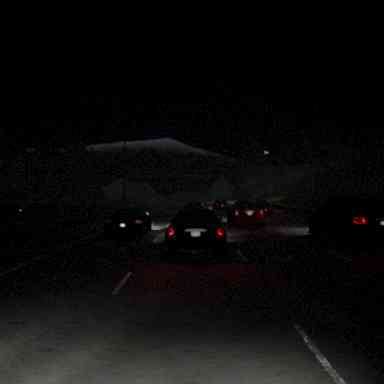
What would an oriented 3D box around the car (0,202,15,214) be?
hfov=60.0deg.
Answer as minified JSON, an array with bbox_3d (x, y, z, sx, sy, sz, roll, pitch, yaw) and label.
[{"bbox_3d":[-17.443,1.638,30.854,1.895,1.301,4.718,0,0,1],"label":"car"}]

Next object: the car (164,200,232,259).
[{"bbox_3d":[0.126,1.374,12.778,2.097,1.767,4.553,0,0,0],"label":"car"}]

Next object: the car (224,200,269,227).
[{"bbox_3d":[3.655,1.393,23.194,2.097,1.767,4.553,0,0,0],"label":"car"}]

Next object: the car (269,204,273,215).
[{"bbox_3d":[7.184,1.590,34.787,1.812,1.442,4.674,0,0,0],"label":"car"}]

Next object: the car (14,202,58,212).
[{"bbox_3d":[-13.945,1.640,30.652,1.895,1.301,4.718,0,0,1],"label":"car"}]

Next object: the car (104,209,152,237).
[{"bbox_3d":[-3.359,1.591,18.119,1.994,1.385,4.181,0,0,0],"label":"car"}]

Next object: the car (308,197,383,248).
[{"bbox_3d":[7.135,1.253,15.011,2.150,2.045,5.566,0,0,0],"label":"car"}]

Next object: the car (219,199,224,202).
[{"bbox_3d":[3.704,1.638,42.518,1.994,1.385,4.181,0,0,0],"label":"car"}]

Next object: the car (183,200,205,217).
[{"bbox_3d":[0.181,1.603,33.558,2.033,1.411,5.357,0,0,0],"label":"car"}]
